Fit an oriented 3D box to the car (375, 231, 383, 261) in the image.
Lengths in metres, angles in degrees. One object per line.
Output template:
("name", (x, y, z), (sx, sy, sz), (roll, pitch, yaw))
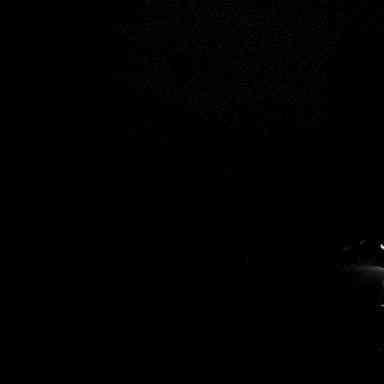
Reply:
("car", (8.300, 1.706, 12.277), (2.033, 1.411, 5.357), (0, -1, 39))
